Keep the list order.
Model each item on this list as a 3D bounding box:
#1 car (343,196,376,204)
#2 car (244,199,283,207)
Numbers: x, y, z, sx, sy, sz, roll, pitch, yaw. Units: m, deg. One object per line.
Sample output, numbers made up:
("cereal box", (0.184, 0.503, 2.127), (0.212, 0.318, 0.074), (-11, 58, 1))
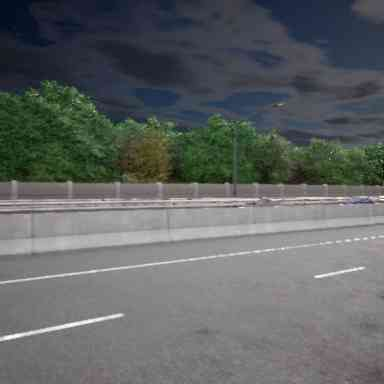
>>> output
("car", (21.031, 1.329, 41.748), (5.008, 1.535, 1.882), (0, 0, -30))
("car", (7.215, 1.411, 33.533), (4.181, 1.385, 1.994), (0, 0, -31))
